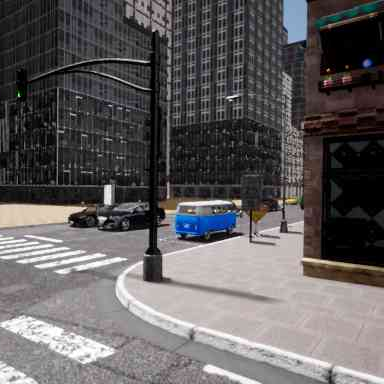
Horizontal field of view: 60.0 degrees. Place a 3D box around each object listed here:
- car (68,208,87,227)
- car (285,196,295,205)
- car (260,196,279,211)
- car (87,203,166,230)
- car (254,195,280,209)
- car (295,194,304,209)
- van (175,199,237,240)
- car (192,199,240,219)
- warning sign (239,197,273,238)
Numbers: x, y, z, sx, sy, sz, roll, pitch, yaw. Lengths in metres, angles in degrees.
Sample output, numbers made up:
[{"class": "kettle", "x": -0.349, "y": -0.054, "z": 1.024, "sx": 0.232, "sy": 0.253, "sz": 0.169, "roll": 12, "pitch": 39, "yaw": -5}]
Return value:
[{"class": "car", "x": -6.005, "y": 1.467, "z": 21.893, "sx": 1.947, "sy": 1.339, "sz": 4.313, "roll": 1, "pitch": 1, "yaw": 35}, {"class": "car", "x": 16.356, "y": 1.364, "z": 53.305, "sx": 1.752, "sy": 1.417, "sz": 4.829, "roll": 1, "pitch": 1, "yaw": 35}, {"class": "car", "x": 8.319, "y": 1.428, "z": 37.534, "sx": 1.812, "sy": 1.442, "sz": 4.674, "roll": 1, "pitch": 1, "yaw": 36}, {"class": "car", "x": -3.668, "y": 1.431, "z": 20.709, "sx": 2.128, "sy": 1.511, "sz": 4.902, "roll": 1, "pitch": 1, "yaw": 35}, {"class": "car", "x": 10.038, "y": 1.293, "z": 44.428, "sx": 1.967, "sy": 1.590, "sz": 4.097, "roll": 1, "pitch": 1, "yaw": 35}, {"class": "car", "x": 15.417, "y": 1.159, "z": 42.100, "sx": 2.150, "sy": 2.045, "sz": 5.566, "roll": 1, "pitch": 1, "yaw": 36}, {"class": "van", "x": 0.825, "y": 1.368, "z": 17.030, "sx": 1.690, "sy": 1.788, "sz": 3.998, "roll": 1, "pitch": 1, "yaw": 35}, {"class": "car", "x": 2.199, "y": 1.426, "z": 28.947, "sx": 1.837, "sy": 1.490, "sz": 4.892, "roll": 1, "pitch": 0, "yaw": 36}, {"class": "warning sign", "x": 3.106, "y": 1.177, "z": 16.135, "sx": 1.300, "sy": 1.860, "sz": 1.060, "roll": 1, "pitch": 1, "yaw": 35}]
